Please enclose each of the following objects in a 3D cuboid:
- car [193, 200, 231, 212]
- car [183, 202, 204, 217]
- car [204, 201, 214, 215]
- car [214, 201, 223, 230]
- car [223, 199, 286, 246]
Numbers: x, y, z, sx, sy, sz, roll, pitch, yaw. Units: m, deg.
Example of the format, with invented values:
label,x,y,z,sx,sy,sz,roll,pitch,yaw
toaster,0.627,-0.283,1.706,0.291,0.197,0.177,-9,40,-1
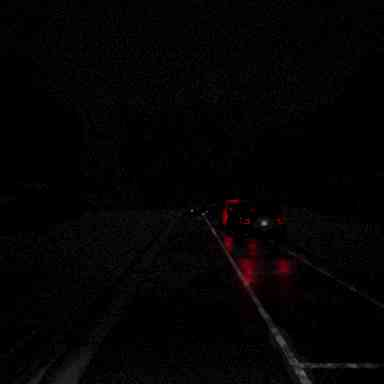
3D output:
label,x,y,z,sx,sy,sz,roll,pitch,yaw
car,2.945,2.065,49.729,5.357,1.411,2.033,-1,0,-26
car,0.049,2.003,37.476,1.994,1.385,4.181,0,-1,1
car,2.636,2.010,39.553,1.887,1.381,4.507,-1,-1,0
car,2.987,1.496,23.411,2.150,2.045,5.566,0,-1,0
car,2.986,1.413,16.410,2.150,2.045,5.566,0,-1,0
